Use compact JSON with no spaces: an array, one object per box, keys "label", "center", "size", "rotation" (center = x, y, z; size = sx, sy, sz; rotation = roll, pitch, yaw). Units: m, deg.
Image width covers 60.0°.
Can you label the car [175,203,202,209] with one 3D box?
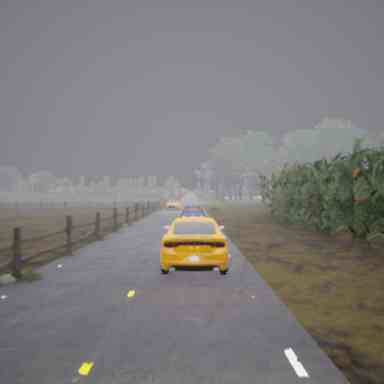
[{"label":"car","center":[0.074,1.729,24.963],"size":[2.033,1.411,5.357],"rotation":[0,0,0]}]

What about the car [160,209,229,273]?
[{"label":"car","center":[0.077,1.549,10.916],"size":[1.882,1.535,5.008],"rotation":[0,0,0]}]

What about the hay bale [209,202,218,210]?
[{"label":"hay bale","center":[3.133,2.038,48.143],"size":[1.220,1.180,1.240],"rotation":[-1,-2,0]}]

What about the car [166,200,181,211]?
[{"label":"car","center":[-2.642,1.869,48.547],"size":[1.882,1.535,5.008],"rotation":[1,0,4]}]
